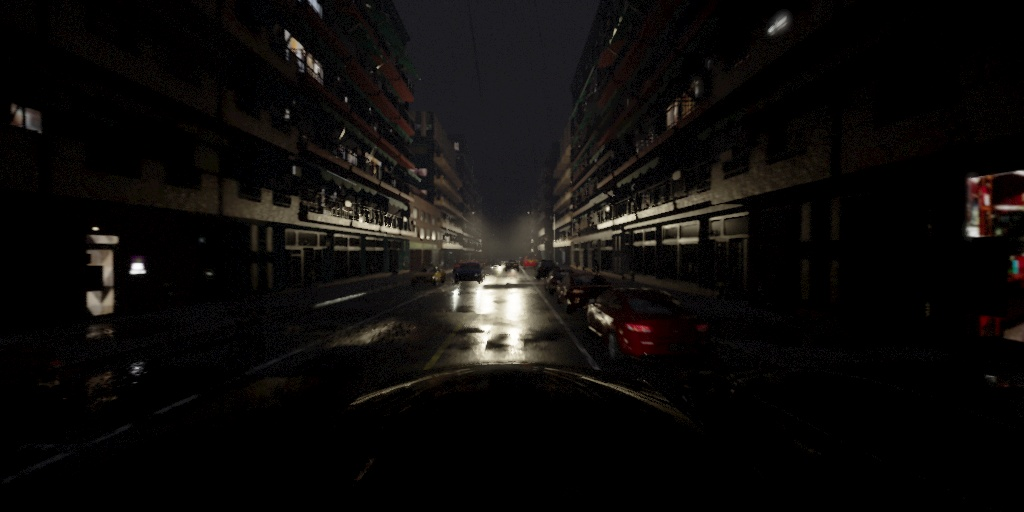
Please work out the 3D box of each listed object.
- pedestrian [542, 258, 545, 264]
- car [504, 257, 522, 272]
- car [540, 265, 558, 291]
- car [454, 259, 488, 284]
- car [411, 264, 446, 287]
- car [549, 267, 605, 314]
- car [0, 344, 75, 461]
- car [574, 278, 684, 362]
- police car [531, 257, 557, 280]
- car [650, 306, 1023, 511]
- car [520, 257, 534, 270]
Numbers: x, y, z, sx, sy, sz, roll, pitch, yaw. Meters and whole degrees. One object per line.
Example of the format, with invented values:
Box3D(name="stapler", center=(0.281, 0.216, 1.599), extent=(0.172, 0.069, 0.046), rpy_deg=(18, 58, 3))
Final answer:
Box3D(name="pedestrian", center=(3.012, 1.033, 34.302), extent=(0.375, 1.860, 0.375), rpy_deg=(-1, 1, 0))
Box3D(name="car", center=(0.040, 1.245, 47.246), extent=(1.837, 1.490, 4.892), rpy_deg=(0, -1, 1))
Box3D(name="car", center=(2.696, 1.324, 19.273), extent=(1.802, 1.307, 4.207), rpy_deg=(0, 0, 0))
Box3D(name="car", center=(-3.087, 1.218, 26.772), extent=(1.882, 1.535, 5.008), rpy_deg=(0, 0, 0))
Box3D(name="car", center=(-5.683, 1.267, 24.794), extent=(1.751, 1.417, 4.829), rpy_deg=(0, 0, 0))
Box3D(name="car", center=(2.693, 1.288, 13.588), extent=(1.888, 1.381, 4.507), rpy_deg=(0, 0, 0))
Box3D(name="car", center=(-5.691, 1.332, 2.224), extent=(1.802, 1.307, 4.207), rpy_deg=(0, 0, 0))
Box3D(name="car", center=(2.692, 1.328, 7.904), extent=(1.802, 1.307, 4.207), rpy_deg=(0, 0, 0))
Box3D(name="police car", center=(3.011, 1.165, 31.304), extent=(1.930, 1.638, 5.238), rpy_deg=(0, 0, 0))
Box3D(name="car", center=(2.690, 1.315, 2.219), extent=(1.948, 1.339, 4.313), rpy_deg=(0, 0, 0))
Box3D(name="car", center=(2.707, 1.060, 53.381), extent=(2.192, 1.841, 5.009), rpy_deg=(0, 0, 0))
